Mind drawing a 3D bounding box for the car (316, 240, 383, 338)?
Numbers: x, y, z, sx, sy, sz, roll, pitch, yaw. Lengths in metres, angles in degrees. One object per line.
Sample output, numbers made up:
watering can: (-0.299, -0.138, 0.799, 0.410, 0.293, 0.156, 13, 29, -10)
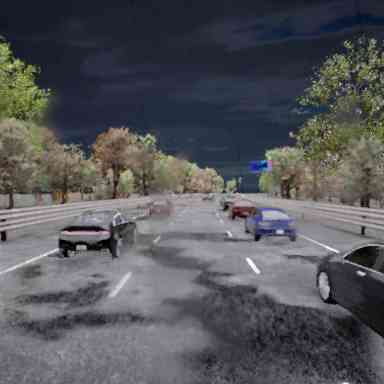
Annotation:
car: (3.521, 1.486, 5.170, 1.837, 1.490, 4.892, 0, 0, 0)

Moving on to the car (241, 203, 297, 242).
car: (3.685, 1.467, 16.046, 1.812, 1.442, 4.674, 0, 0, 1)

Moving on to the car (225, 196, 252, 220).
car: (4.001, 1.383, 26.920, 1.882, 1.535, 5.008, 0, 0, 2)

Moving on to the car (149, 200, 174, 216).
car: (-2.745, 1.416, 30.539, 1.812, 1.442, 4.674, 0, 0, 2)

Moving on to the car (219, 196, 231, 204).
car: (5.861, 1.368, 59.497, 2.033, 1.411, 5.357, 0, 0, 4)

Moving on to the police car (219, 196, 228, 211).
police car: (4.475, 1.299, 37.897, 1.930, 1.638, 5.238, 0, 0, 3)

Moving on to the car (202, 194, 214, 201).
car: (3.163, 1.246, 69.813, 1.895, 1.301, 4.718, 0, 0, 5)

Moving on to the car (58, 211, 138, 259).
car: (-3.268, 1.442, 12.369, 2.128, 1.511, 4.902, 0, 0, 1)

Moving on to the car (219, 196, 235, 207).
car: (5.089, 1.339, 48.647, 2.128, 1.511, 4.902, 0, 0, 4)
